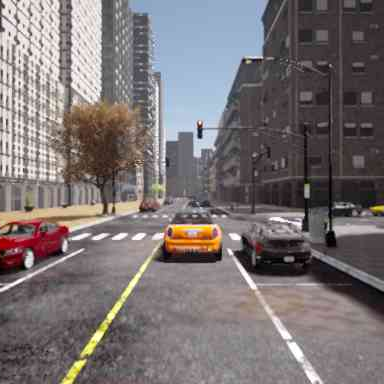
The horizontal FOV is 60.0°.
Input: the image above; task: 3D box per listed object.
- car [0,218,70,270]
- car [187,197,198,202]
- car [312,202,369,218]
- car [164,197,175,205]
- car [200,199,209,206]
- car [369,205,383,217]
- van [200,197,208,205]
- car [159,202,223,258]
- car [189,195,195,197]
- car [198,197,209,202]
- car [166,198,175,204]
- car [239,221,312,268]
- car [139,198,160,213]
[{"bbox_3d":[-5.689,1.645,11.409,1.887,1.381,4.507,0,0,0],"label":"car"},{"bbox_3d":[0.012,2.277,73.560,1.895,1.301,4.718,0,-1,0],"label":"car"},{"bbox_3d":[13.431,1.615,30.812,4.403,1.369,2.008,-1,0,-1],"label":"car"},{"bbox_3d":[-5.678,2.289,76.931,1.947,1.339,4.313,0,-1,0],"label":"car"},{"bbox_3d":[2.702,2.193,71.577,1.752,1.417,4.829,0,-1,0],"label":"car"},{"bbox_3d":[18.828,1.515,30.866,4.829,1.417,1.752,-1,0,-1],"label":"car"},{"bbox_3d":[2.702,2.064,76.932,1.690,1.788,3.998,0,-1,0],"label":"van"},{"bbox_3d":[0.082,1.469,13.456,2.097,1.767,4.553,0,-1,2],"label":"car"},{"bbox_3d":[0.015,1.866,83.571,2.150,2.045,5.566,0,-1,0],"label":"car"},{"bbox_3d":[2.701,2.177,65.884,1.947,1.339,4.313,0,-1,0],"label":"car"},{"bbox_3d":[-5.676,2.388,87.977,2.008,1.369,4.403,0,-1,0],"label":"car"},{"bbox_3d":[2.691,1.651,11.407,2.008,1.369,4.403,0,-1,0],"label":"car"},{"bbox_3d":[-5.684,1.713,43.797,2.192,1.841,5.009,0,-1,0],"label":"car"}]
